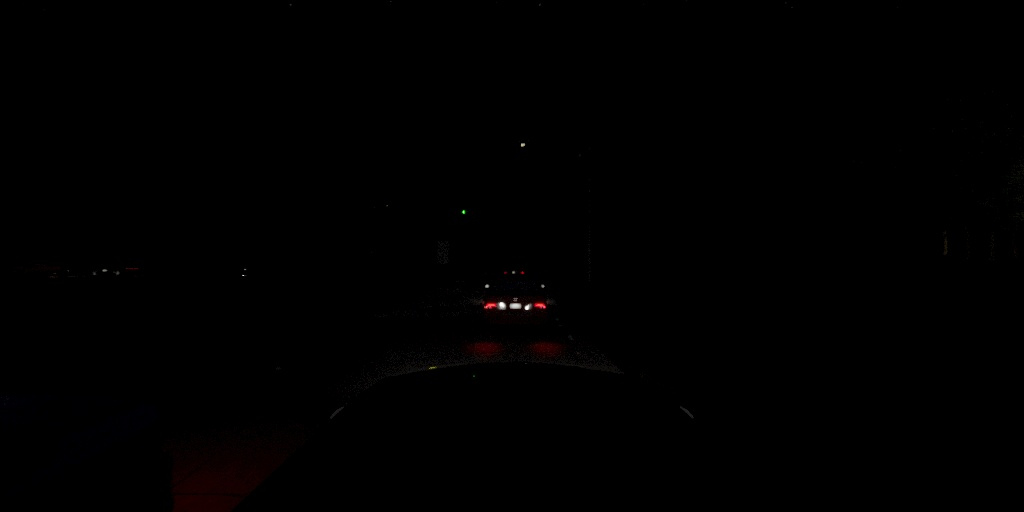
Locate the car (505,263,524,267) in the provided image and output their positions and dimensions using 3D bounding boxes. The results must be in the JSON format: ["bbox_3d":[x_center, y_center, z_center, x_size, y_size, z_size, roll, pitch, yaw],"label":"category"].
[{"bbox_3d":[0.216,1.206,27.701,2.033,1.411,5.357,0,0,2],"label":"car"}]

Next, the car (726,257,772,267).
[{"bbox_3d":[29.647,0.756,44.913,4.718,1.301,1.895,-1,-2,0],"label":"car"}]

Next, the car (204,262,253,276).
[{"bbox_3d":[-32.558,1.490,41.307,4.892,1.490,1.837,0,-2,0],"label":"car"}]

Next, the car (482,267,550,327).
[{"bbox_3d":[0.093,1.259,11.262,2.033,1.411,5.357,0,0,0],"label":"car"}]
